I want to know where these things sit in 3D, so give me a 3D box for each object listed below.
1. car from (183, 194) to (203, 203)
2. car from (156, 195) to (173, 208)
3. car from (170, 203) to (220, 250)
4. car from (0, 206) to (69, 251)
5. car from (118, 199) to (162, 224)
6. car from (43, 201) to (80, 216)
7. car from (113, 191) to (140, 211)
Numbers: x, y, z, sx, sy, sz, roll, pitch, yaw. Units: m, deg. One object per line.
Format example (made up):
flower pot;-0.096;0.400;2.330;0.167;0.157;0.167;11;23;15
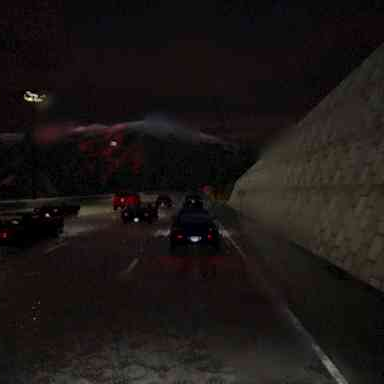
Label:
car;0.090;1.027;35.709;2.097;1.767;4.553;0;1;0
car;-3.410;1.134;40.827;1.837;1.490;4.892;0;1;0
car;0.097;1.401;13.619;1.812;1.442;4.674;0;1;0
car;-6.904;1.477;13.474;1.895;1.301;4.718;0;1;0
car;-3.405;1.395;22.570;1.895;1.301;4.718;0;1;0
car;-10.405;1.362;26.128;1.895;1.301;4.718;0;1;0
car;-6.908;0.897;35.669;2.150;2.045;5.566;0;1;0
